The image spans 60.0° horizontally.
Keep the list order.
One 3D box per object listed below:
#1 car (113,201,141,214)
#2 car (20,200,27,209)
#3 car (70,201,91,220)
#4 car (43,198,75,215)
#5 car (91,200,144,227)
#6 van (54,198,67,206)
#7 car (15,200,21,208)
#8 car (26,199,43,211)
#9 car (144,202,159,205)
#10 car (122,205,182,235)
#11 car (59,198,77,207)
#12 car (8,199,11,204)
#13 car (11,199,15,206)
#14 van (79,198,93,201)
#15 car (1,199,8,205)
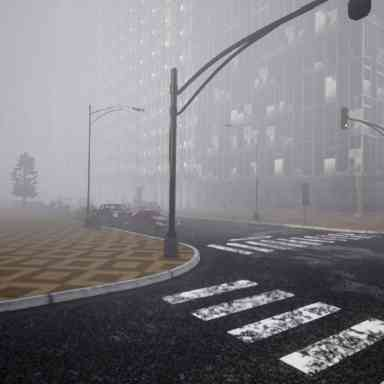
[{"bbox_3d":[-8.486,1.974,42.946,1.752,1.417,4.829,1,-1,-35],"label":"car"},{"bbox_3d":[-25.023,2.029,51.987,1.947,1.339,4.313,1,-1,-35],"label":"car"},{"bbox_3d":[-8.653,1.713,28.552,1.752,1.417,4.829,1,-1,-35],"label":"car"},{"bbox_3d":[-15.259,1.739,38.011,1.967,1.590,4.097,1,-1,-35],"label":"car"},{"bbox_3d":[-5.496,1.575,24.033,1.967,1.590,4.097,1,-1,-35],"label":"car"},{"bbox_3d":[-27.916,2.117,70.765,1.690,1.788,3.998,1,-1,-35],"label":"van"},{"bbox_3d":[-28.277,2.062,56.647,1.887,1.381,4.507,1,-1,-35],"label":"car"},{"bbox_3d":[-21.769,1.959,47.328,2.008,1.369,4.403,1,-1,-35],"label":"car"},{"bbox_3d":[-5.135,1.832,38.149,1.967,1.590,4.097,1,-1,-35],"label":"car"},{"bbox_3d":[-2.241,1.662,19.372,1.802,1.307,4.206,1,-1,-35],"label":"car"},{"bbox_3d":[-24.662,2.036,66.106,2.192,1.841,5.009,1,-1,-35],"label":"car"},{"bbox_3d":[-34.787,2.209,65.965,1.802,1.307,4.206,1,-1,-35],"label":"car"},{"bbox_3d":[-31.533,2.123,61.305,2.008,1.369,4.403,1,-1,-35],"label":"car"},{"bbox_3d":[-18.153,1.952,56.787,1.690,1.788,3.998,1,-1,-35],"label":"van"},{"bbox_3d":[-41.296,2.287,75.283,2.008,1.369,4.403,1,-1,-35],"label":"car"}]
